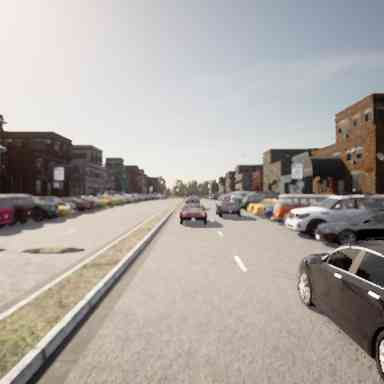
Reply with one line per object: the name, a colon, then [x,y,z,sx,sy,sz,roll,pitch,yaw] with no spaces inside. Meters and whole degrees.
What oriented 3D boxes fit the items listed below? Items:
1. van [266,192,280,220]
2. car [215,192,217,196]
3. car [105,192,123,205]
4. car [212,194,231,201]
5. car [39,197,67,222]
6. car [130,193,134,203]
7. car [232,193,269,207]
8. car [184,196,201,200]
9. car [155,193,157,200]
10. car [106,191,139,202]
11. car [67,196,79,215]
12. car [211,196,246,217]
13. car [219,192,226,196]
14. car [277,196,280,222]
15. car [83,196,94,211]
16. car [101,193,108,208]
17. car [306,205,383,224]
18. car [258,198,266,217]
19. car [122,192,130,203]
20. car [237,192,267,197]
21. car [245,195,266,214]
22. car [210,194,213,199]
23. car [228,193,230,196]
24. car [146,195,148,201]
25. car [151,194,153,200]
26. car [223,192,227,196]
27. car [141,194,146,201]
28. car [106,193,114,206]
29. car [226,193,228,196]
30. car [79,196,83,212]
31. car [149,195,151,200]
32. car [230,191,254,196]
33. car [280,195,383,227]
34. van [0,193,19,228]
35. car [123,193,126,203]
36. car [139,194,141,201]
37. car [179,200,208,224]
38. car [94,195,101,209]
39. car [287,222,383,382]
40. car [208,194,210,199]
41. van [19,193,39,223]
van: [7.521,1.164,22.098,4.442,1.987,1.878,0,0,0]
car: [7.627,1.223,66.201,5.008,1.535,2.097,0,-1,0]
car: [-13.013,1.173,47.242,5.366,1.575,1.946,0,0,0]
car: [7.599,1.294,85.502,4.553,1.767,2.185,0,-1,0]
car: [-12.837,1.118,25.002,5.566,2.045,2.435,0,0,0]
car: [-12.998,1.151,55.444,5.366,1.575,1.946,0,0,0]
car: [7.666,1.082,44.160,4.553,1.767,2.185,0,0,0]
car: [0.096,1.257,41.325,1.837,1.490,4.892,0,0,0]
car: [-12.747,1.467,88.907,5.008,1.535,2.097,0,-1,0]
car: [-12.779,0.910,58.223,5.566,2.045,2.435,0,0,0]
car: [-12.677,1.345,27.787,5.366,1.575,1.946,0,0,0]
car: [3.097,1.351,29.091,2.128,1.511,4.902,0,0,0]
car: [7.606,0.915,52.427,5.566,2.045,2.435,0,0,0]
car: [7.669,1.282,19.341,4.553,1.767,2.185,0,0,0]
car: [-12.847,1.301,33.222,5.008,1.535,2.097,0,1,0]
car: [-12.849,1.250,38.782,4.892,1.521,2.231,0,1,0]
car: [7.610,1.466,13.826,4.792,1.488,2.163,0,0,0]
car: [7.635,1.411,24.859,4.674,1.452,2.002,0,0,0]
car: [-12.815,1.194,52.670,4.674,1.452,2.002,0,0,0]
car: [7.605,1.156,35.890,4.553,1.767,2.185,0,0,0]
car: [7.822,1.326,30.375,5.366,1.575,1.946,0,0,0]
car: [7.659,1.080,77.233,5.566,2.045,2.435,0,-1,0]
car: [7.664,0.981,41.403,5.566,2.045,2.435,0,1,0]
car: [-12.968,1.277,72.235,5.366,1.575,1.946,0,-1,0]
car: [-12.773,1.367,80.445,5.008,1.535,2.097,0,-1,0]
car: [7.629,1.172,49.670,5.008,1.535,2.097,0,0,0]
car: [-12.794,1.252,69.455,4.892,1.521,2.231,0,-1,0]
car: [-12.842,1.222,41.685,5.008,1.535,2.097,0,1,0]
car: [7.664,1.219,46.918,4.792,1.488,2.163,0,0,0]
car: [-12.889,1.200,30.443,4.553,1.767,2.185,0,1,0]
car: [-12.744,1.367,77.667,4.792,1.488,2.163,0,-1,0]
car: [7.607,1.005,38.646,5.566,2.045,2.435,0,1,0]
car: [7.610,1.171,16.582,5.566,2.045,2.435,0,0,0]
van: [-13.000,1.181,19.450,4.442,1.987,1.878,0,0,0]
car: [-12.825,1.201,50.012,4.674,1.452,2.002,0,0,0]
car: [-12.766,1.071,63.776,4.553,1.767,2.185,0,0,0]
car: [0.098,1.498,24.005,1.895,1.301,4.718,0,0,0]
car: [-12.877,1.305,36.003,4.792,1.488,2.163,0,1,0]
car: [3.099,1.494,5.027,1.837,1.490,4.892,0,0,0]
car: [7.600,1.549,93.772,4.792,1.488,2.163,0,-1,0]
van: [-12.991,1.164,22.104,4.442,1.987,1.878,0,0,0]
